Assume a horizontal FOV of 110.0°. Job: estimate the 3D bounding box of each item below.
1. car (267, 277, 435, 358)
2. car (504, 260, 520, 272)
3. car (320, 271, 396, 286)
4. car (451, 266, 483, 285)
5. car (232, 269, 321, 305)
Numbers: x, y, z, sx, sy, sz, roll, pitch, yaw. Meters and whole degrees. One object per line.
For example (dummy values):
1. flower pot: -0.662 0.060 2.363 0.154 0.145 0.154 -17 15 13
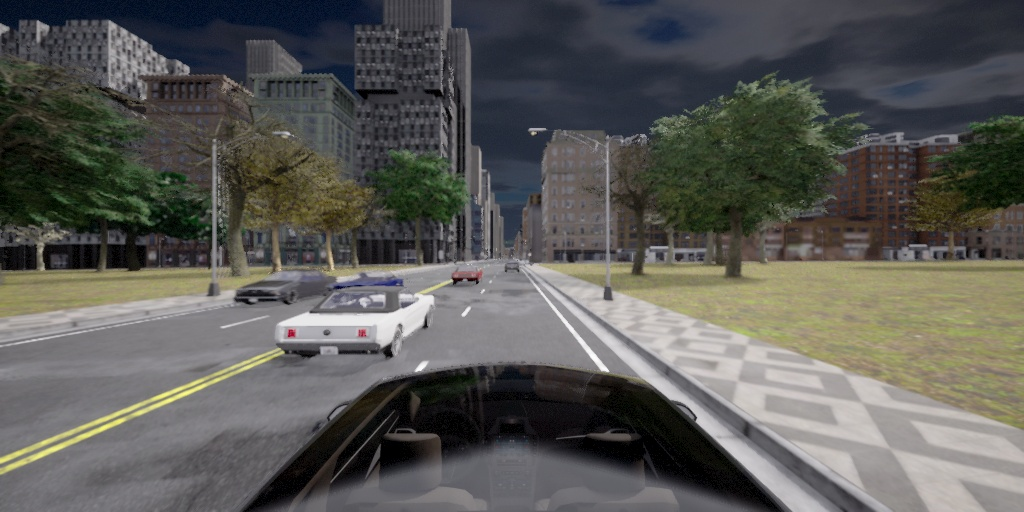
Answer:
1. car: -3.159 1.354 8.422 1.895 1.301 4.718 0 0 0
2. car: 0.025 1.263 46.194 2.128 1.511 4.902 0 0 0
3. car: -6.622 1.360 16.710 1.895 1.301 4.718 0 0 0
4. car: -3.190 1.360 26.525 1.895 1.301 4.718 0 0 0
5. car: -9.873 1.311 16.336 2.033 1.411 5.357 0 0 0
